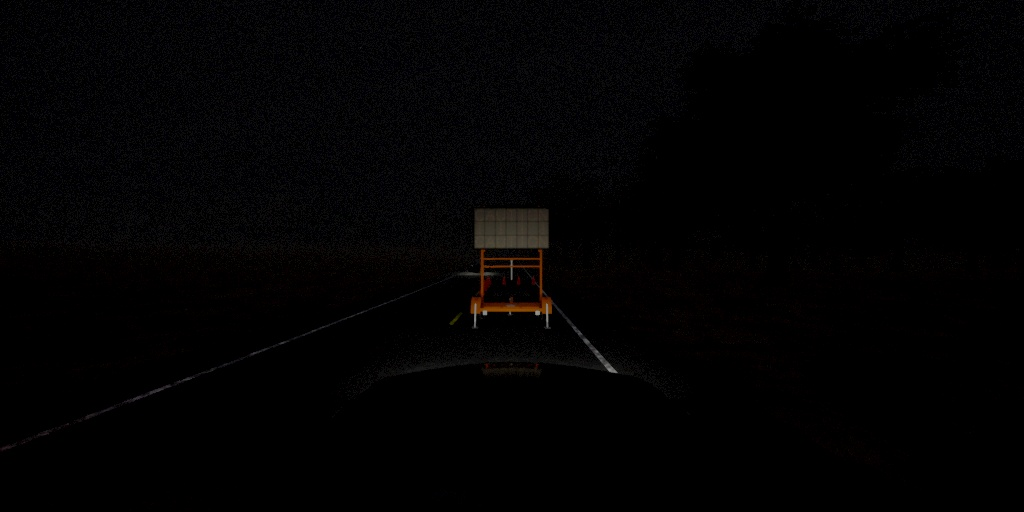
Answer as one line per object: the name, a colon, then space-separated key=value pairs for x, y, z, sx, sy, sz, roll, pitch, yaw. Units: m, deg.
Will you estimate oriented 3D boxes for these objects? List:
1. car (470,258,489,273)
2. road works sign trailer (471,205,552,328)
car: x=-3.590 y=1.023 z=40.386 sx=1.882 sy=1.535 sz=5.008 roll=0 pitch=0 yaw=0
road works sign trailer: x=-0.011 y=0.203 z=11.284 sx=2.380 sy=3.560 sz=2.880 roll=0 pitch=0 yaw=0
